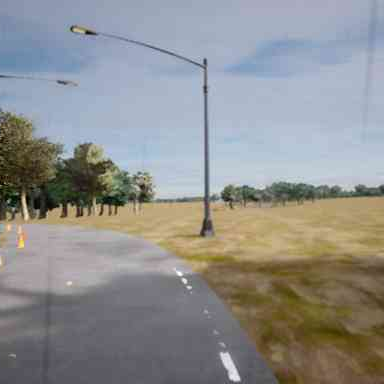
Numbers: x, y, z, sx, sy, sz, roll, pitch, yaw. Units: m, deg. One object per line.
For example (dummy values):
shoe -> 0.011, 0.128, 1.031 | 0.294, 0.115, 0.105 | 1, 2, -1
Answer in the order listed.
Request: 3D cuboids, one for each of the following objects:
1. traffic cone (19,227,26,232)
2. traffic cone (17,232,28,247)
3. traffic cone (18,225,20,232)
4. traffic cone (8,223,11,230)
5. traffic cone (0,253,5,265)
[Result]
traffic cone -> -10.117, 2.492, 20.124 | 0.340, 0.580, 0.340 | 1, -3, -28
traffic cone -> -8.142, 2.322, 15.841 | 0.340, 0.580, 0.340 | 0, -2, -22
traffic cone -> -12.526, 2.693, 24.177 | 0.340, 0.580, 0.340 | 1, -3, -34
traffic cone -> -15.346, 2.923, 27.954 | 0.340, 0.580, 0.340 | 1, -4, -40
traffic cone -> -6.625, 2.185, 11.375 | 0.340, 0.580, 0.340 | 0, -1, -16
